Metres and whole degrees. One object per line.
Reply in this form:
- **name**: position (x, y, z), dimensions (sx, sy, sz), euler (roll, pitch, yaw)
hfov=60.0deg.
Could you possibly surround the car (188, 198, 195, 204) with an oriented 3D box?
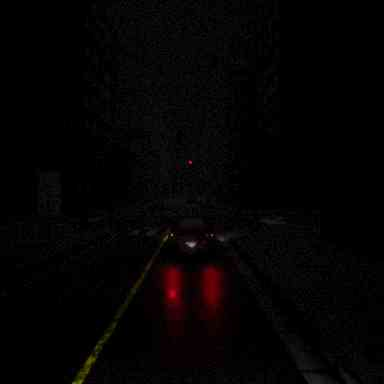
- **car**: position (-0.226, 2.363, 88.256), dimensions (1.812, 1.442, 4.674), euler (0, -1, 0)

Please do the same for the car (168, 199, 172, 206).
- **car**: position (-5.646, 2.327, 67.263), dimensions (1.802, 1.307, 4.206), euler (0, -1, 0)

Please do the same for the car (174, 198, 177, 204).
- **car**: position (-5.621, 2.391, 83.796), dimensions (1.967, 1.590, 4.097), euler (0, -1, 0)

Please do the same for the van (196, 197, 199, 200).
- **van**: position (2.387, 2.152, 72.764), dimensions (1.690, 1.788, 3.998), euler (0, -1, 0)

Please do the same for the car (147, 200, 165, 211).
- **car**: position (-5.671, 1.989, 50.734), dimensions (1.967, 1.590, 4.097), euler (0, -1, 0)

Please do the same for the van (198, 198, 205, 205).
- **van**: position (2.404, 2.291, 83.785), dimensions (1.690, 1.788, 3.998), euler (0, -1, 0)

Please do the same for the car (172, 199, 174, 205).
- **car**: position (-5.637, 2.363, 72.774), dimensions (2.008, 1.369, 4.403), euler (0, -1, 0)

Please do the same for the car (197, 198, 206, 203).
- **car**: position (2.371, 2.259, 61.741), dimensions (1.802, 1.307, 4.206), euler (0, -1, 0)

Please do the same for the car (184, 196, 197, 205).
- **car**: position (-0.242, 2.092, 77.903), dimensions (2.150, 2.045, 5.566), euler (0, -1, 0)

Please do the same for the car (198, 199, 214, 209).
- **car**: position (2.354, 2.114, 50.720), dimensions (1.947, 1.339, 4.313), euler (0, -1, 0)

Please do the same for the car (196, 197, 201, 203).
- **car**: position (2.379, 2.310, 67.252), dimensions (1.947, 1.339, 4.313), euler (0, -1, 0)

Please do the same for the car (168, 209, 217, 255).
- **car**: position (0.061, 1.666, 13.902), dimensions (1.812, 1.442, 4.674), euler (0, 0, 2)

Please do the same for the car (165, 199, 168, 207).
- **car**: position (-5.662, 2.054, 56.244), dimensions (1.967, 1.590, 4.097), euler (0, -1, 0)

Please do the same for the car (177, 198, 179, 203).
- **car**: position (-5.604, 2.644, 94.815), dimensions (2.008, 1.369, 4.403), euler (0, -1, 0)
